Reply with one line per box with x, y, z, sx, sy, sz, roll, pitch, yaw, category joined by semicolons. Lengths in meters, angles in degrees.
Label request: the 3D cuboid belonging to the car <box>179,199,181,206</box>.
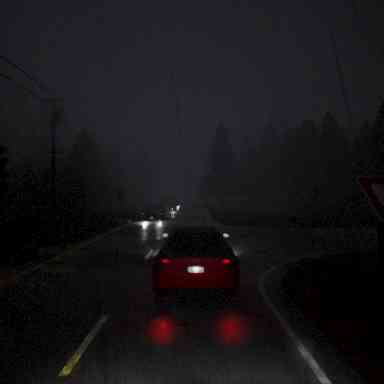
-3.207;1.918;65.369;2.128;1.511;4.902;0;0;0;car

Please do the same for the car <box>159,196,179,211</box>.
-3.293;1.526;46.492;2.150;2.045;5.566;0;-1;0;car

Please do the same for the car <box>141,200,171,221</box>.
-3.299;1.742;29.951;2.033;1.411;5.357;0;0;0;car

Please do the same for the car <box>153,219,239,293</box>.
0.097;1.624;9.052;1.994;1.385;4.181;0;0;0;car
